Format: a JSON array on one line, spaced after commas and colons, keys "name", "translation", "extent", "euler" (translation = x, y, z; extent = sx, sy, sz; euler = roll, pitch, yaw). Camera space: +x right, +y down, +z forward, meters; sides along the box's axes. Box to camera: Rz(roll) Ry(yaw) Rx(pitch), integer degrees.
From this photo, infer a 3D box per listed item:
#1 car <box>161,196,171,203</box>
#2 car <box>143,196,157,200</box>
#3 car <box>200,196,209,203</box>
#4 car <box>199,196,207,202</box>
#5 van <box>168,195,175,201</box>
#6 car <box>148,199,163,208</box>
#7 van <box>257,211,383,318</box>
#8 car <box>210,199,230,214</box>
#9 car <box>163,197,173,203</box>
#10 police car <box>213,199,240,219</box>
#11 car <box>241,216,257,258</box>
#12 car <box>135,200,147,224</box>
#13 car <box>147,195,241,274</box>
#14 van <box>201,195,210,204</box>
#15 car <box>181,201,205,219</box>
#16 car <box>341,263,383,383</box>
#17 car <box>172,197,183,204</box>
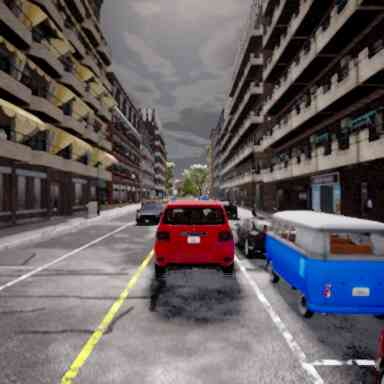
[{"name": "car", "translation": [-5.678, 1.746, 73.887], "extent": [1.752, 1.417, 4.829], "euler": [1, 0, 0]}, {"name": "car", "translation": [-5.676, 1.453, 46.203], "extent": [2.192, 1.841, 5.009], "euler": [1, 0, 0]}, {"name": "car", "translation": [2.709, 1.747, 74.188], "extent": [1.752, 1.417, 4.829], "euler": [1, 0, 0]}, {"name": "car", "translation": [2.681, 1.799, 85.160], "extent": [1.887, 1.381, 4.507], "euler": [1, 0, 0]}, {"name": "van", "translation": [-5.676, 1.613, 90.771], "extent": [1.690, 1.788, 3.998], "euler": [1, 0, 0]}, {"name": "car", "translation": [-5.679, 1.736, 51.773], "extent": [1.802, 1.307, 4.206], "euler": [1, 0, 0]}, {"name": "van", "translation": [2.704, 1.362, 7.164], "extent": [1.690, 1.788, 3.998], "euler": [1, 0, 0]}, {"name": "car", "translation": [3.146, 1.617, 38.191], "extent": [1.837, 1.490, 4.892], "euler": [0, 0, 0]}, {"name": "car", "translation": [-5.679, 1.804, 79.628], "extent": [1.947, 1.339, 4.313], "euler": [1, 0, 0]}, {"name": "police car", "translation": [3.134, 1.518, 31.301], "extent": [1.930, 1.638, 5.238], "euler": [0, 0, 0]}, {"name": "car", "translation": [2.701, 1.588, 12.735], "extent": [2.008, 1.369, 4.403], "euler": [1, 0, 0]}, {"name": "car", "translation": [-3.102, 1.623, 25.696], "extent": [2.033, 1.411, 5.357], "euler": [0, 0, 0]}, {"name": "car", "translation": [0.085, 1.255, 10.774], "extent": [2.150, 2.045, 5.566], "euler": [0, 0, 1]}, {"name": "van", "translation": [2.707, 1.545, 68.447], "extent": [1.690, 1.788, 3.998], "euler": [1, 0, 0]}, {"name": "car", "translation": [0.099, 1.640, 31.395], "extent": [2.033, 1.411, 5.357], "euler": [0, 0, 0]}, {"name": "car", "translation": [2.701, 1.550, 1.593], "extent": [1.887, 1.381, 4.507], "euler": [1, 0, 0]}, {"name": "car", "translation": [-3.001, 1.742, 68.280], "extent": [2.033, 1.411, 5.357], "euler": [0, 0, 0]}]
